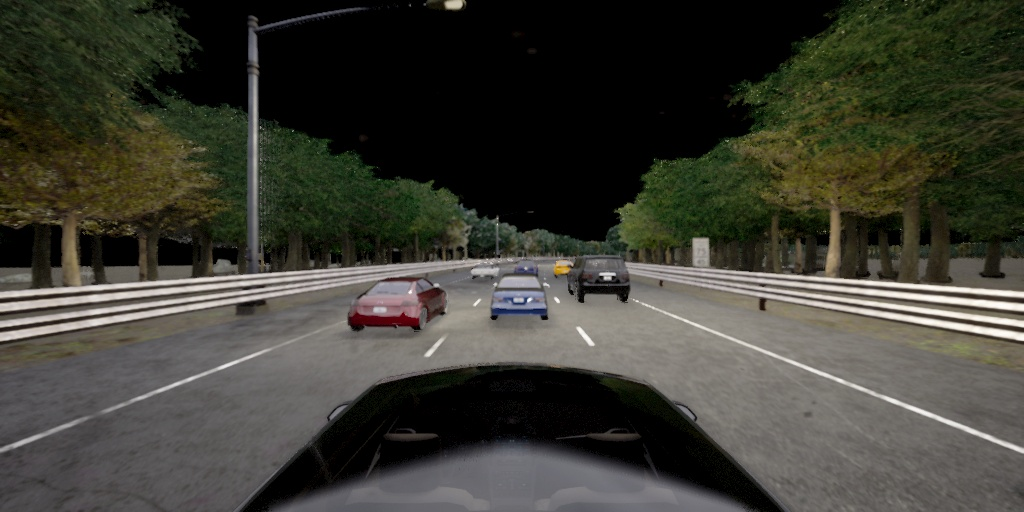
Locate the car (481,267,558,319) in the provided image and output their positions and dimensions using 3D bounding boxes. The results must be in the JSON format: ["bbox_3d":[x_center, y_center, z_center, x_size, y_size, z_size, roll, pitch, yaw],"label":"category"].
[{"bbox_3d":[0.279,1.306,12.798,2.033,1.411,5.357,0,0,2],"label":"car"}]

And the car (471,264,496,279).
[{"bbox_3d":[-2.253,1.329,31.446,1.895,1.301,4.718,0,0,4],"label":"car"}]

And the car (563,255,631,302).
[{"bbox_3d":[3.937,0.973,17.042,2.150,2.045,5.566,0,0,2],"label":"car"}]

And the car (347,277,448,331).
[{"bbox_3d":[-3.271,1.323,11.047,1.994,1.385,4.181,0,0,2],"label":"car"}]

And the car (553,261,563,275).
[{"bbox_3d":[5.023,1.190,34.565,1.882,1.535,5.008,0,0,5],"label":"car"}]

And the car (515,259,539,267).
[{"bbox_3d":[1.368,1.073,32.818,2.097,1.767,4.553,0,0,4],"label":"car"}]
